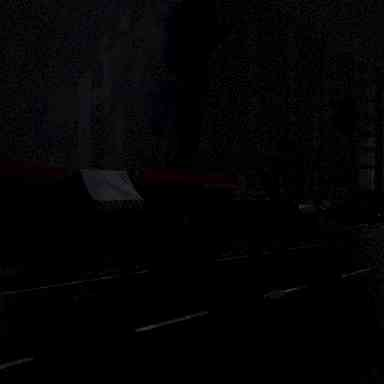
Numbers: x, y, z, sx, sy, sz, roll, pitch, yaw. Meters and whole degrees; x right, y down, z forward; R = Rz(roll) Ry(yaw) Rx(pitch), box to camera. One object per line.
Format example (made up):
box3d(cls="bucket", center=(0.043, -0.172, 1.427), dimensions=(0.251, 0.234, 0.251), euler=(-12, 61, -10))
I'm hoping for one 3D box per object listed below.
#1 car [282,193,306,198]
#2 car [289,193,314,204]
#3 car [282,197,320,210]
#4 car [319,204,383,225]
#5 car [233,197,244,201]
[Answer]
box3d(cls="car", center=(17.141, 1.114, 57.714), dimensions=(1.905, 1.878, 3.866), euler=(0, 0, -36))
box3d(cls="car", center=(19.534, 1.114, 59.424), dimensions=(1.905, 1.878, 3.866), euler=(0, 0, -36))
box3d(cls="car", center=(11.104, 1.470, 31.630), dimensions=(1.812, 1.442, 4.674), euler=(0, 0, -36))
box3d(cls="car", center=(11.821, 1.551, 23.777), dimensions=(1.895, 1.301, 4.718), euler=(0, 0, -26))
box3d(cls="car", center=(4.501, 1.298, 34.781), dimensions=(2.097, 1.767, 4.553), euler=(0, 0, -36))
